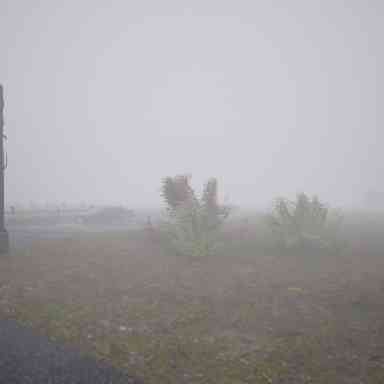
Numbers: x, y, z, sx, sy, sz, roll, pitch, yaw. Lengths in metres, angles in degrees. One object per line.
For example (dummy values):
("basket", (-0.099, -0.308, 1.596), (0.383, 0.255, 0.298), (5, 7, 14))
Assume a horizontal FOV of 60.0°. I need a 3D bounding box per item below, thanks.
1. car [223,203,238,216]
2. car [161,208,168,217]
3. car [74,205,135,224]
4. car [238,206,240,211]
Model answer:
("car", (2.515, 1.860, 35.729), (2.128, 1.511, 4.902), (-1, -2, 36))
("car", (-1.357, 1.929, 36.678), (1.837, 1.490, 4.892), (-1, -1, 36))
("car", (-7.305, 1.860, 28.415), (2.033, 1.411, 5.357), (-1, -1, 36))
("car", (4.680, 2.138, 45.047), (1.895, 1.301, 4.718), (-1, -1, 36))
